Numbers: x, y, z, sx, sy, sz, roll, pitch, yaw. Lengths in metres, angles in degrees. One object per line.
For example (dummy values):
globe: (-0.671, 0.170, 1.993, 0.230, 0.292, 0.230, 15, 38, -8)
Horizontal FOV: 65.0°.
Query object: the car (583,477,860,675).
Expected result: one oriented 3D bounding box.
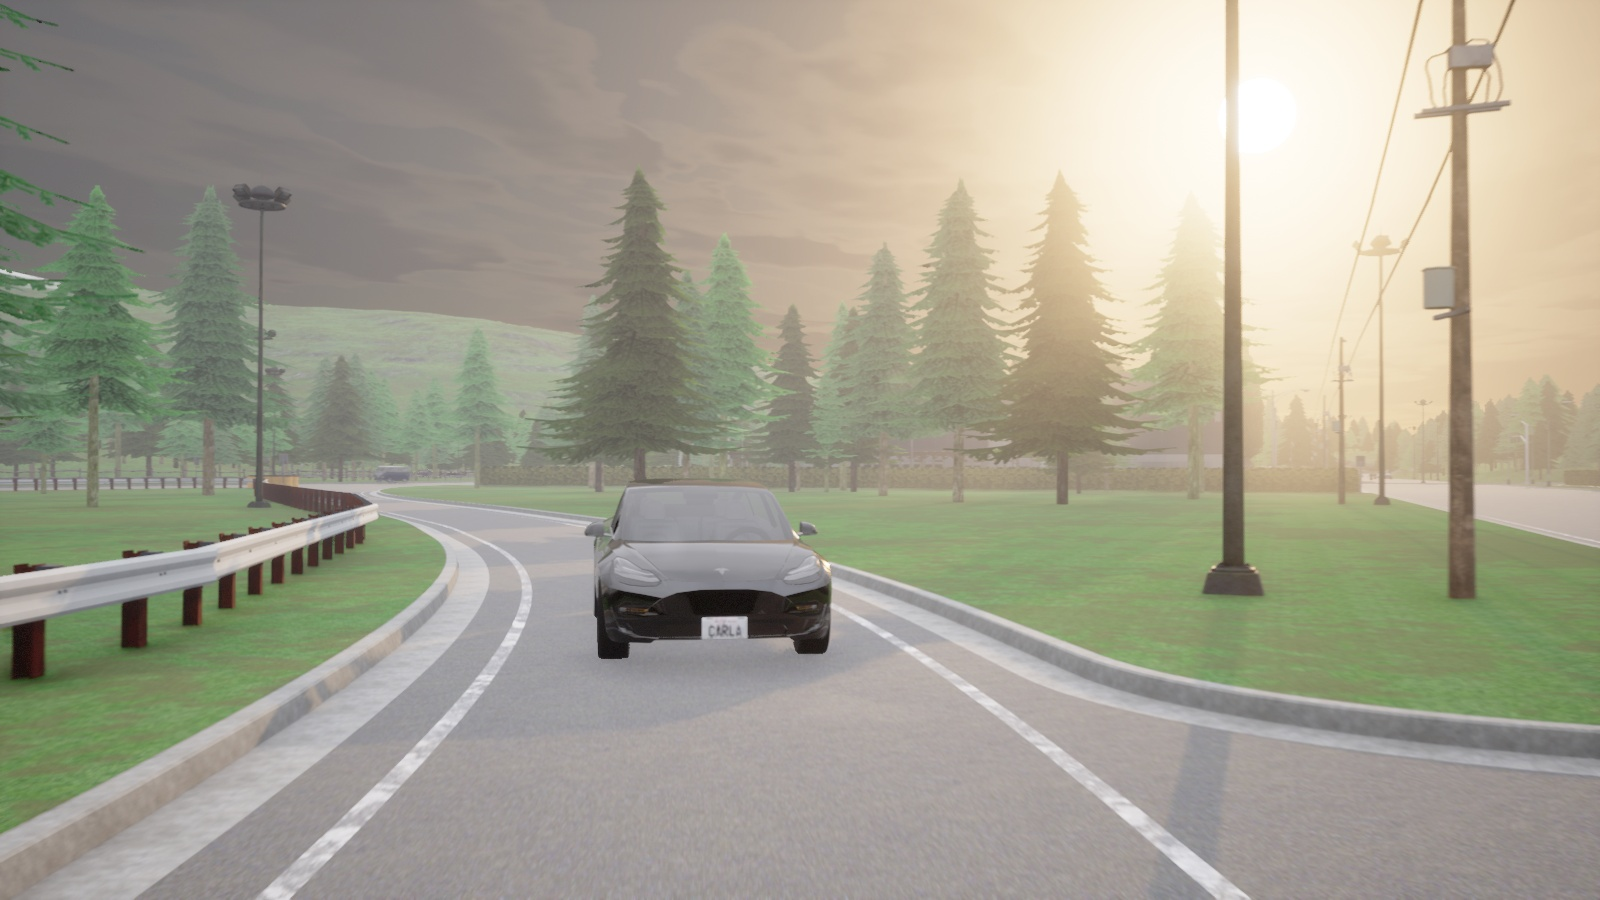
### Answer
car: (-1.006, 1.024, 12.216, 2.163, 1.488, 4.792, 0, -1, -10)
